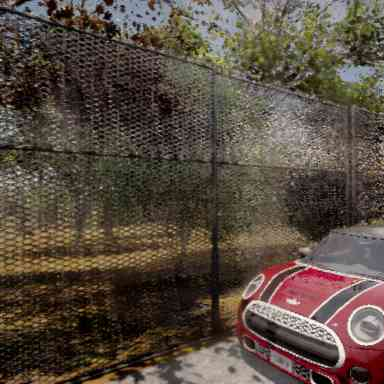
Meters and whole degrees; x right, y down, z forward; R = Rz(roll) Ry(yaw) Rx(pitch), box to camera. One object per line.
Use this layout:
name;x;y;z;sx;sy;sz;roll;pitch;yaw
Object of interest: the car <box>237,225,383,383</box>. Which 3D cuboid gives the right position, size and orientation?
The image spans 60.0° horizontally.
car;2.851;1.354;5.122;4.553;1.767;2.097;0;1;-36
